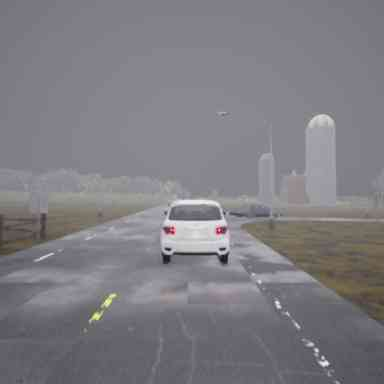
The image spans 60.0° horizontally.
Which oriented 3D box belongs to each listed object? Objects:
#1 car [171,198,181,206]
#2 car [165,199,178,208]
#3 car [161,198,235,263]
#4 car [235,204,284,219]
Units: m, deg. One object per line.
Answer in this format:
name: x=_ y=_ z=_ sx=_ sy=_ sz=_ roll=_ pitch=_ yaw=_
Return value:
car: x=-3.491 y=2.173 z=73.931 sx=1.882 sy=1.535 sz=5.008 roll=0 pitch=-1 yaw=0
car: x=-3.544 y=1.985 z=58.469 sx=1.882 sy=1.535 sz=5.008 roll=0 pitch=-1 yaw=1
car: x=0.102 y=1.298 z=12.424 sx=2.150 sy=2.045 sz=5.566 roll=0 pitch=0 yaw=0
car: x=6.303 y=1.894 z=32.342 sx=5.357 sy=1.411 sz=2.033 roll=2 pitch=-2 yaw=-25
